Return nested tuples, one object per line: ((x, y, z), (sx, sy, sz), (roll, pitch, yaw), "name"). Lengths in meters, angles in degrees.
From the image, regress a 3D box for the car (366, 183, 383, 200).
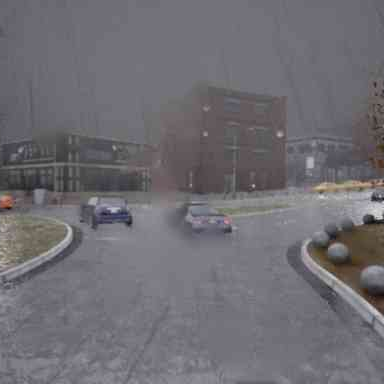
((19.115, 0.150, 31.939), (4.181, 1.385, 1.994), (-4, 3, -33), "car")

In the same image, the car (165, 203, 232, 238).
((0.115, 1.240, 15.832), (2.033, 1.411, 5.357), (0, 1, -17), "car")

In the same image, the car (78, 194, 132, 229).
((-4.952, 0.936, 18.633), (2.097, 1.767, 4.553), (0, 1, -29), "car")

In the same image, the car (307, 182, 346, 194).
((17.943, -0.588, 45.084), (5.366, 1.575, 1.946), (-4, 3, -29), "car")

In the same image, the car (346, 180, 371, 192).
((22.746, -0.923, 47.790), (5.366, 1.575, 1.946), (-4, 3, -29), "car")

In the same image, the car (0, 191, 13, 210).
((-17.376, 0.629, 27.673), (4.553, 1.767, 2.097), (1, 1, 15), "car")

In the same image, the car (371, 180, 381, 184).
((27.545, -1.255, 50.506), (5.366, 1.575, 1.946), (-4, 3, -29), "car")
